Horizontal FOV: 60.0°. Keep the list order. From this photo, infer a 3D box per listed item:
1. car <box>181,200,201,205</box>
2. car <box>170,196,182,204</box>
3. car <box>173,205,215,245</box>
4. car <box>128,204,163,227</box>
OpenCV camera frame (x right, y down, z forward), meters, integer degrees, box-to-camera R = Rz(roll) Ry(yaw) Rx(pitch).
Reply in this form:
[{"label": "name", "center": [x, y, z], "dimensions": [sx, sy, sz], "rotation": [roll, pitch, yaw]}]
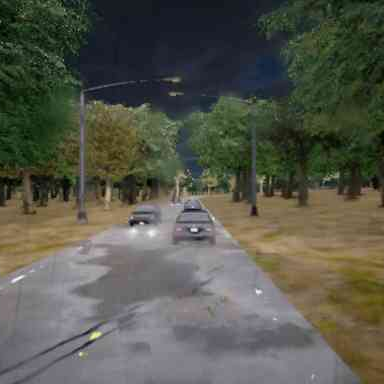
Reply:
[{"label": "car", "center": [0.104, 1.568, 37.421], "dimensions": [1.994, 1.385, 4.181], "rotation": [0, 0, 0]}, {"label": "car", "center": [-3.004, 1.542, 64.238], "dimensions": [1.837, 1.490, 4.892], "rotation": [0, 0, 1]}, {"label": "car", "center": [0.096, 1.543, 15.577], "dimensions": [2.033, 1.411, 5.357], "rotation": [0, 0, 0]}, {"label": "car", "center": [-3.094, 1.544, 23.156], "dimensions": [2.033, 1.411, 5.357], "rotation": [0, 0, 0]}]
